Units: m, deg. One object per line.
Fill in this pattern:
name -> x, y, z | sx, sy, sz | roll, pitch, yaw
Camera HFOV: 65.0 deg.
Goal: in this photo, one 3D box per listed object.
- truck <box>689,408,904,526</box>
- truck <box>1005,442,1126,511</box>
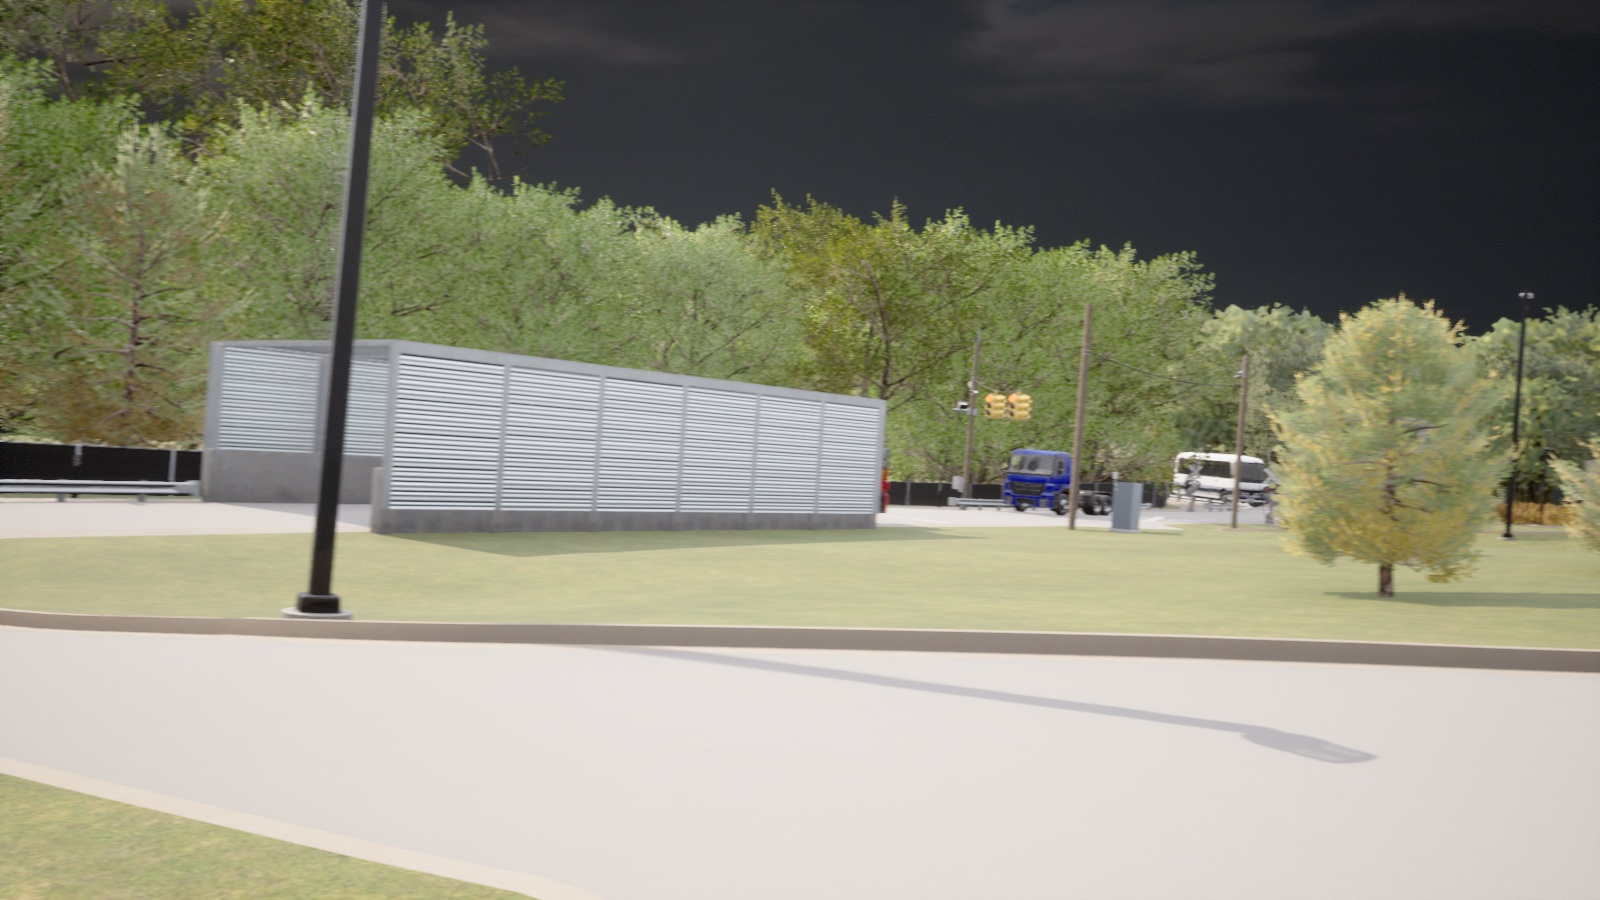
truck -> 0.071, 0.646, 45.493 | 2.891, 3.827, 8.468 | 3, 0, 39
truck -> 14.575, 1.442, 68.503 | 2.891, 3.462, 7.936 | 3, 0, 40
